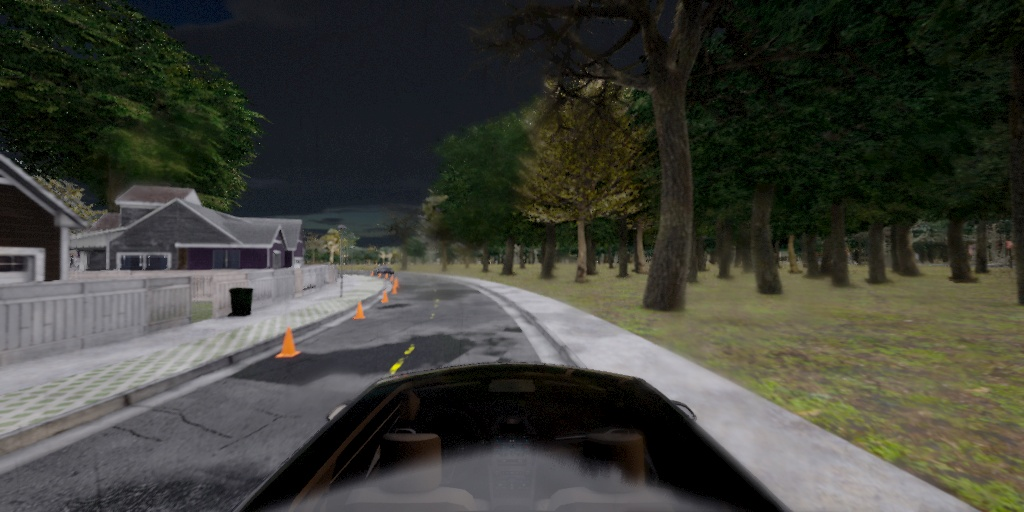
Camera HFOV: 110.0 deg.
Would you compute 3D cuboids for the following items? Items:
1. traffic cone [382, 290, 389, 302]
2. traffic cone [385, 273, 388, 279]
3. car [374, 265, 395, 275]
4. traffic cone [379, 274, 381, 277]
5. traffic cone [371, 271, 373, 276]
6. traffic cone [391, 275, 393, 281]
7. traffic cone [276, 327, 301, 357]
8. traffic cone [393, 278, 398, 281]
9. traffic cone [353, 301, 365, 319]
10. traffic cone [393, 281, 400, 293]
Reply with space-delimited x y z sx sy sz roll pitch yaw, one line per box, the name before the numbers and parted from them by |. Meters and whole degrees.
traffic cone | -6.079 1.916 17.180 0.340 0.580 0.340 0 0 -11
traffic cone | -14.014 2.248 40.089 0.340 0.580 0.340 0 0 -27
car | -18.036 2.019 50.550 1.994 1.385 4.181 0 -1 -35
traffic cone | -16.337 2.317 44.362 0.340 0.580 0.340 0 0 -30
traffic cone | -18.890 2.386 48.501 0.340 0.580 0.340 0 0 -33
traffic cone | -10.088 2.113 31.194 0.340 0.580 0.340 0 0 -21
traffic cone | -4.706 1.788 7.555 0.340 0.580 0.340 0 0 -5
traffic cone | -8.496 2.048 26.599 0.340 0.580 0.340 0 0 -18
traffic cone | -5.261 1.850 12.386 0.340 0.580 0.340 0 0 -8
traffic cone | -7.158 1.981 21.923 0.340 0.580 0.340 0 0 -14
